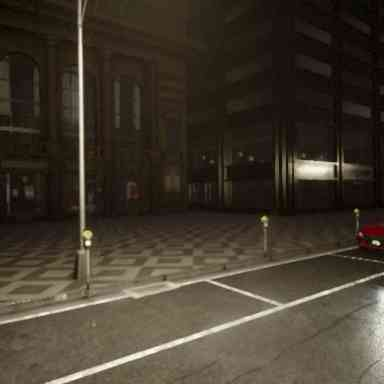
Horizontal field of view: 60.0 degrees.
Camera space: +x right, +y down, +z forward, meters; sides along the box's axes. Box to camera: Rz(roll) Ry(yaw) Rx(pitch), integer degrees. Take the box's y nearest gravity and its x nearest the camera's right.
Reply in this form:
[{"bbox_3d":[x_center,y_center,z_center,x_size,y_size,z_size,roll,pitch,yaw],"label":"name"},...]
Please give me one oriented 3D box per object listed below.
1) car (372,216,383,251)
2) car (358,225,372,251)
[{"bbox_3d":[6.774,1.249,8.342,4.553,1.767,2.097,-1,0,-36],"label":"car"},{"bbox_3d":[7.925,1.420,12.366,4.507,1.381,1.887,-1,0,-36],"label":"car"}]
